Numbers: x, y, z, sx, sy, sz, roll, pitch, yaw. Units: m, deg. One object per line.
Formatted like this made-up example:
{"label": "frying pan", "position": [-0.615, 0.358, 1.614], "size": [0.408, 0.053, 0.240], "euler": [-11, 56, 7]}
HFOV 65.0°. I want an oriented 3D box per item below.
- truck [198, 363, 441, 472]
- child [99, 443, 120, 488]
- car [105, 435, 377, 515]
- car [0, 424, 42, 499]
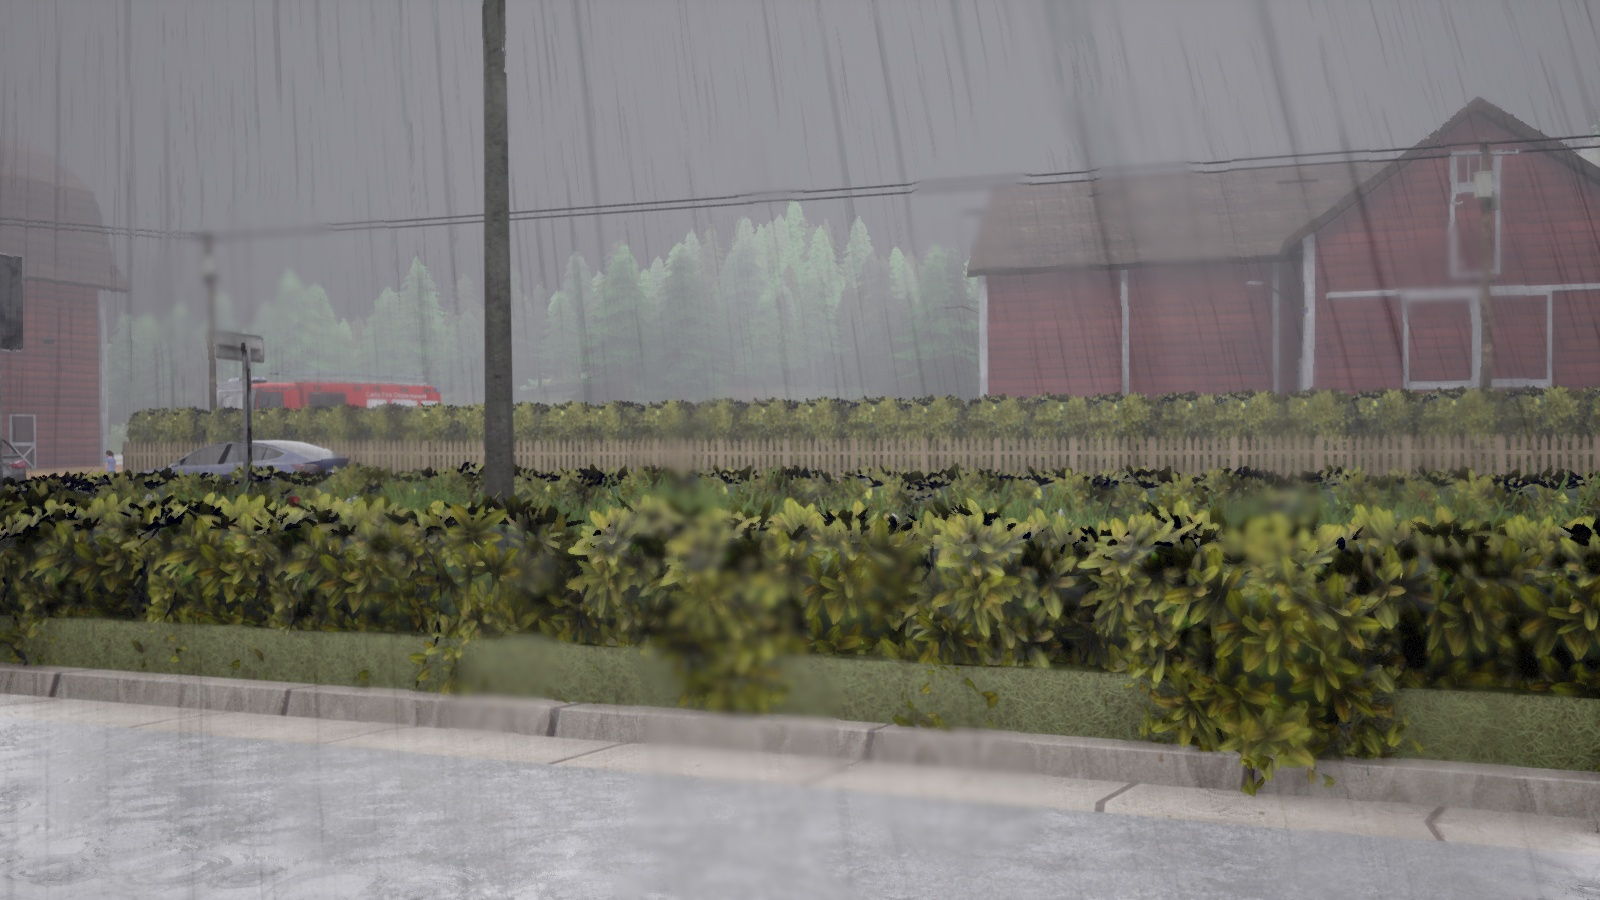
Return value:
{"label": "truck", "position": [-18.327, -1.221, 48.546], "size": [2.891, 3.827, 8.468], "euler": [1, 1, 38]}
{"label": "child", "position": [-17.259, 0.386, 31.391], "size": [0.394, 1.110, 0.255], "euler": [0, 1, 20]}
{"label": "car", "position": [-11.226, 0.445, 25.276], "size": [4.792, 1.488, 2.163], "euler": [0, 1, 18]}
{"label": "car", "position": [-19.760, 0.234, 28.567], "size": [4.611, 1.667, 2.242], "euler": [1, 1, 28]}
